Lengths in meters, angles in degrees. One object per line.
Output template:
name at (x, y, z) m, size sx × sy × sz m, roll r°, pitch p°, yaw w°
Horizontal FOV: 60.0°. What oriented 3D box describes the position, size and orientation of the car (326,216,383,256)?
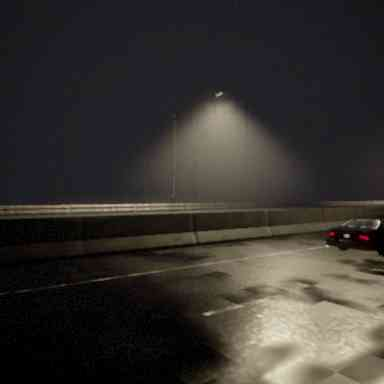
car at (7.727, 1.685, 13.676) m, size 5.357 × 1.411 × 2.033 m, roll 1°, pitch 0°, yaw -35°
